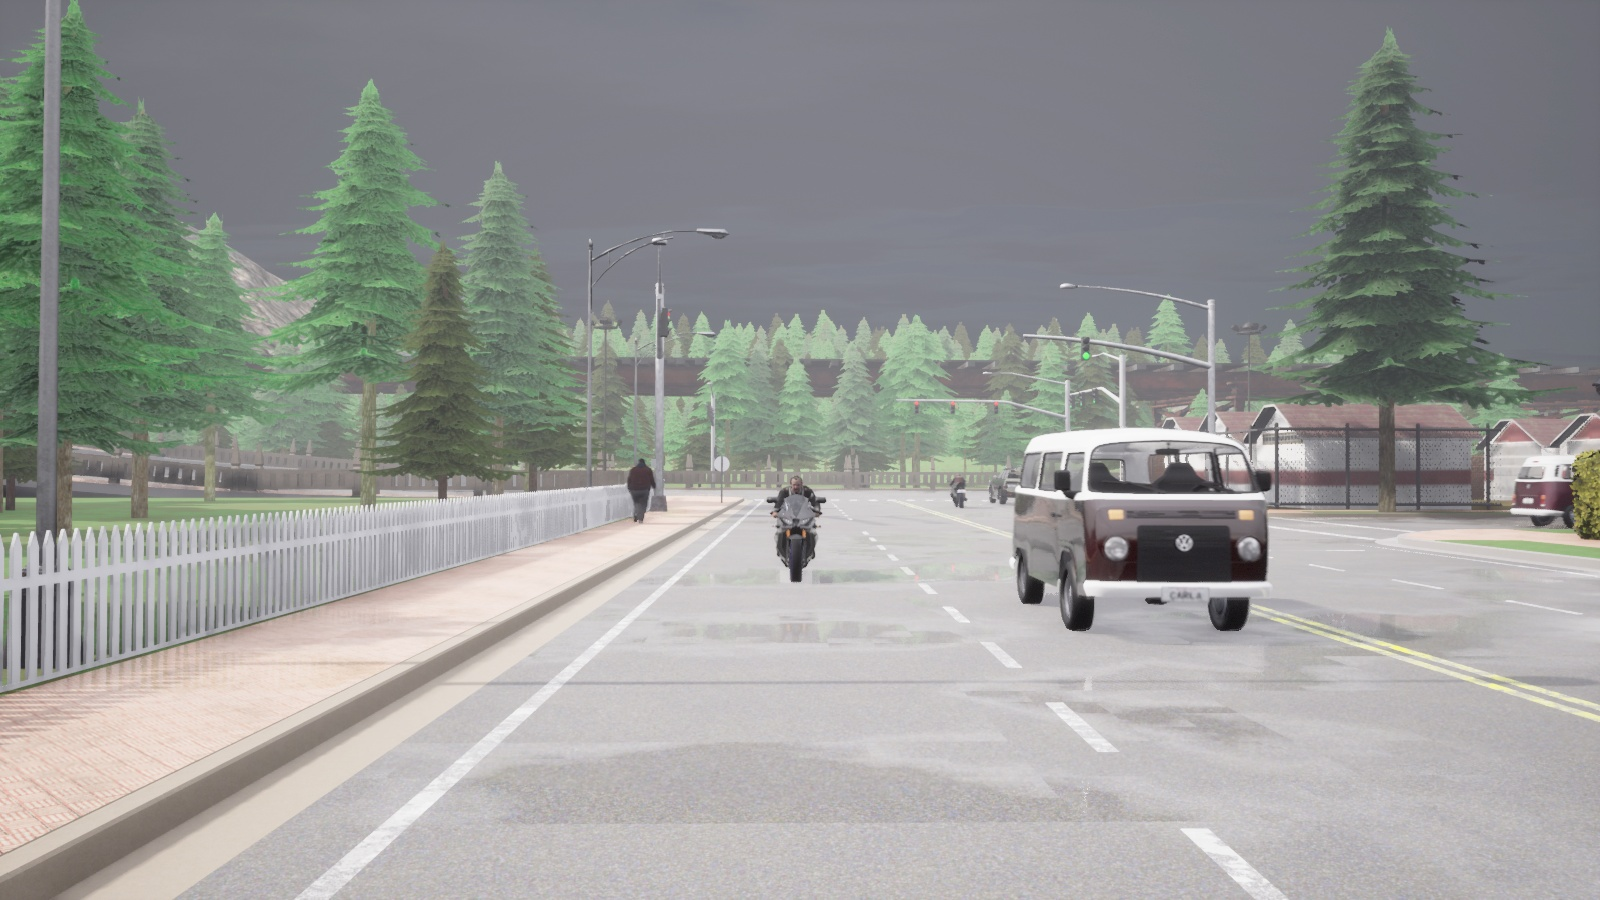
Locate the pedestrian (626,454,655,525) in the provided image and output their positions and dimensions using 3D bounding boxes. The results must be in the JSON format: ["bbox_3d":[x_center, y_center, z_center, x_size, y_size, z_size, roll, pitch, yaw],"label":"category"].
[{"bbox_3d":[-4.192,1.044,33.105,0.634,1.844,0.899,0,-1,1],"label":"pedestrian"}]

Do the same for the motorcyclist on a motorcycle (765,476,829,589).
[{"bbox_3d":[-0.045,1.158,18.367,0.866,1.530,2.191,0,-1,0],"label":"motorcyclist on a motorcycle"}]

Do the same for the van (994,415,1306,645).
[{"bbox_3d":[3.465,0.749,13.447,2.069,2.038,4.480,0,-1,0],"label":"van"}]

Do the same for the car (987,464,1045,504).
[{"bbox_3d":[10.351,1.604,60.516,1.932,1.855,4.605,0,-1,0],"label":"car"}]

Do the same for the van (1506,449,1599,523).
[{"bbox_3d":[22.846,1.005,35.620,4.480,2.038,2.069,0,-1,-2],"label":"van"}]

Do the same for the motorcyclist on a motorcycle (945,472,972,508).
[{"bbox_3d":[6.865,1.734,54.418,0.866,1.530,2.191,0,-1,0],"label":"motorcyclist on a motorcycle"}]
